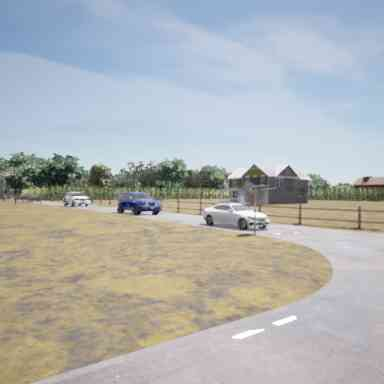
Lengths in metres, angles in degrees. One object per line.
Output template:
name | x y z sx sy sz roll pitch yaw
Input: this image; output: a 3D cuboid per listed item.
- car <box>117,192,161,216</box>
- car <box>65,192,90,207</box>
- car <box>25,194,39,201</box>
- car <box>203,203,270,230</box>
car | -4.981 1.028 30.633 2.150 2.045 5.566 2 -1 -36
car | -15.827 0.996 45.771 2.150 2.045 5.566 2 -1 -35
car | -40.172 1.524 84.299 2.128 1.511 4.902 2 -1 -36
car | 2.549 1.405 20.258 1.812 1.442 4.674 2 -1 -37
